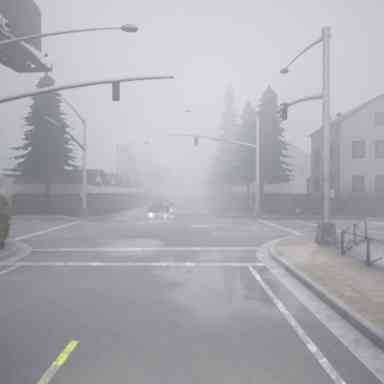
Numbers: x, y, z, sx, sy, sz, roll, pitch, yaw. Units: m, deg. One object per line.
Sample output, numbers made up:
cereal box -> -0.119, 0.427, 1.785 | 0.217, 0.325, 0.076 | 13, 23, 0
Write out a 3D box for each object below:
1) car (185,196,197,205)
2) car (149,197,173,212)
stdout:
car -> -0.113, 1.457, 59.415 | 2.128, 1.511, 4.902 | 0, 0, 0
car -> -3.662, 1.330, 38.200 | 2.097, 1.767, 4.553 | 0, 0, 0
